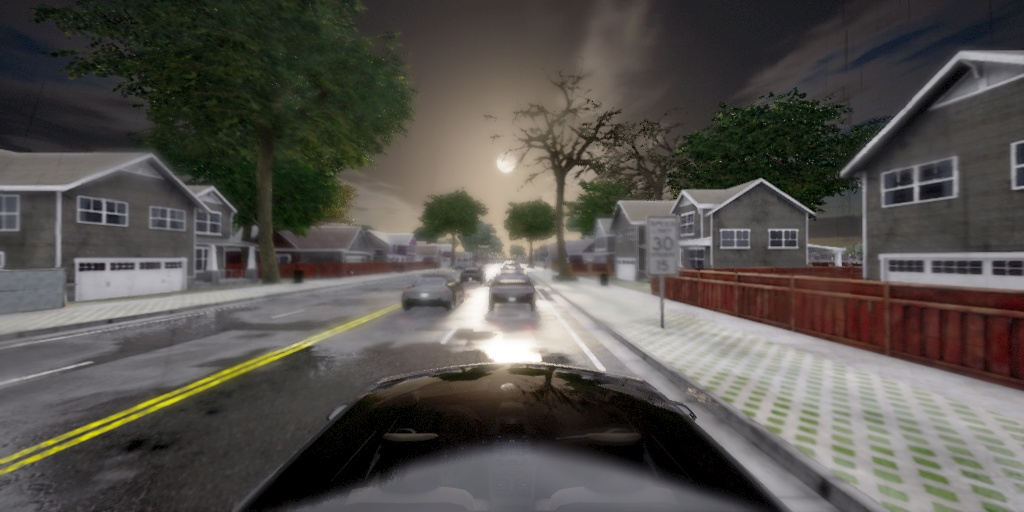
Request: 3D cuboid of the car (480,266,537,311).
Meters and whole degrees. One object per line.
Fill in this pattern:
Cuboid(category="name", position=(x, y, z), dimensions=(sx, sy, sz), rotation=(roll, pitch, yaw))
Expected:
Cuboid(category="car", position=(0.023, 1.377, 15.358), dimensions=(2.128, 1.511, 4.902), rotation=(0, 0, 1))

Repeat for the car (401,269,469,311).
Cuboid(category="car", position=(-3.226, 1.449, 15.344), dimensions=(1.994, 1.385, 4.181), rotation=(0, -1, 1))

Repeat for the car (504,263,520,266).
Cuboid(category="car", position=(0.024, 1.396, 30.280), dimensions=(2.097, 1.767, 4.553), rotation=(0, -1, 0))

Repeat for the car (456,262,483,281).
Cuboid(category="car", position=(-3.226, 1.553, 30.361), dimensions=(1.837, 1.490, 4.892), rotation=(0, 0, 1))
